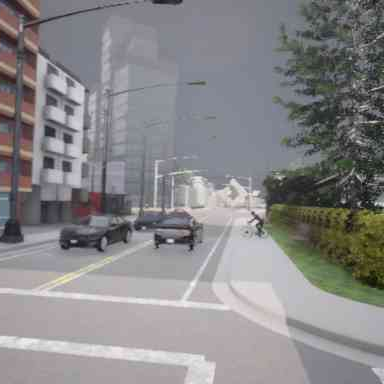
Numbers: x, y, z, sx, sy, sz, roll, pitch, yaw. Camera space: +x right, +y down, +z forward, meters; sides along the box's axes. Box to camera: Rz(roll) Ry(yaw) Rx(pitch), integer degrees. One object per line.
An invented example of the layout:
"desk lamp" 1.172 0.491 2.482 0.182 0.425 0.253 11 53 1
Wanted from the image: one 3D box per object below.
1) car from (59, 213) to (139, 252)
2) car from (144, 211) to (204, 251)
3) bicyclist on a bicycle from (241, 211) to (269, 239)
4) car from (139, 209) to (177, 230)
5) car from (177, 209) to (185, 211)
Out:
"car" -4.372 1.791 15.811 1.882 1.535 5.008 2 -2 8
"car" -0.546 1.945 16.578 2.128 1.511 4.902 2 -2 9
"bicyclist on a bicycle" 3.826 1.990 20.089 1.656 1.620 0.582 1 -2 8
"car" -2.924 2.177 25.626 2.033 1.411 5.357 2 -2 8
"car" -1.437 2.513 35.555 1.994 1.385 4.181 2 -2 9
